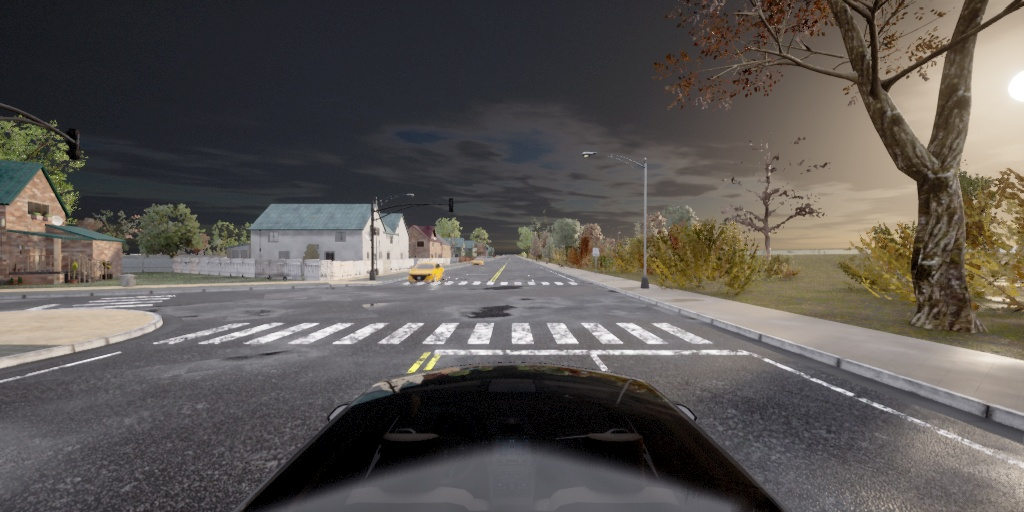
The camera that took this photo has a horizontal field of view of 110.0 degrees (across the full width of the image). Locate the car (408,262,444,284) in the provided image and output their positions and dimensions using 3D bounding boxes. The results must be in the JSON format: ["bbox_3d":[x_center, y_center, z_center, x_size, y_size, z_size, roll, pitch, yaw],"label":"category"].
[{"bbox_3d":[-6.446,1.240,27.364,1.882,1.535,5.008,0,0,0],"label":"car"}]
